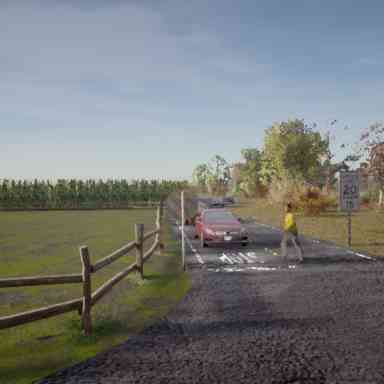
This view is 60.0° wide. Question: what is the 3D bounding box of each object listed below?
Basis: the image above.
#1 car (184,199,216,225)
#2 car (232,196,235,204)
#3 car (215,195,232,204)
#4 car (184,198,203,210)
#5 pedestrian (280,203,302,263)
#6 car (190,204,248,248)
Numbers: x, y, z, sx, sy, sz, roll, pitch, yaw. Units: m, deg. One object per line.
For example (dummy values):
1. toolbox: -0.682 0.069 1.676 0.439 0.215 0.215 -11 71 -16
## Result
1. car: 0.286 1.466 24.387 1.882 1.535 5.008 -1 0 -5
2. car: 6.567 1.363 59.406 1.837 1.490 4.892 -1 0 11
3. car: 4.096 1.454 48.746 2.033 1.411 5.357 -1 0 13
4. car: 0.211 1.526 43.785 1.994 1.385 4.181 -1 0 8
5. pedestrian: 3.032 1.256 10.298 0.375 1.860 0.375 -2 1 -6
6. car: 1.144 1.513 15.072 1.812 1.442 4.674 -1 0 -6
